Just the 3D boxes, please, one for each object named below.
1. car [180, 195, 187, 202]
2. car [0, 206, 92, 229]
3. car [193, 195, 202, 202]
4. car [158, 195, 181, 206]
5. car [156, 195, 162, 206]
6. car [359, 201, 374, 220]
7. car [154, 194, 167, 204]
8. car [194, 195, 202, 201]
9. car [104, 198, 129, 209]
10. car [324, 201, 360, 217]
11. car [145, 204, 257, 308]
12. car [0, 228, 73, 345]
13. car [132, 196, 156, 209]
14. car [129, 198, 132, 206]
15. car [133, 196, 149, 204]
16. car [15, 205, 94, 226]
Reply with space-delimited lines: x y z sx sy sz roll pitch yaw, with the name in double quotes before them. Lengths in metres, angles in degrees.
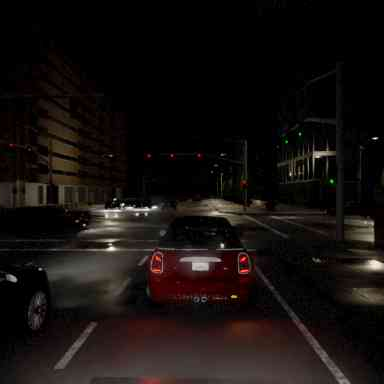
"car" -2.107 1.525 79.195 2.128 1.511 4.902 0 0 2
"car" -9.054 1.571 19.783 5.357 1.411 2.033 0 0 1
"car" 1.237 1.478 73.805 1.882 1.535 5.008 0 0 2
"car" -2.896 1.547 44.074 2.033 1.411 5.357 0 0 0
"car" -6.412 1.491 55.005 2.128 1.511 4.902 0 0 2
"car" 16.690 1.603 26.451 5.357 1.411 2.033 0 0 1
"car" -6.077 1.352 64.809 2.097 1.767 4.553 0 0 2
"car" 1.536 1.478 83.960 1.882 1.535 5.008 0 0 2
"car" -10.166 1.564 44.118 1.994 1.385 4.181 0 0 1
"car" 14.502 1.547 29.998 4.902 1.511 2.128 0 0 1
"car" 0.218 1.352 8.085 2.097 1.767 4.553 0 0 2
"car" -3.397 1.492 3.856 2.128 1.511 4.902 0 0 1
"car" -6.636 1.564 46.114 1.994 1.385 4.181 0 0 1
"car" -9.978 1.601 52.920 1.895 1.301 4.718 0 0 2
"car" -9.642 1.491 63.012 2.128 1.511 4.902 0 0 2
"car" -9.538 1.628 23.292 4.718 1.301 1.895 0 0 1
